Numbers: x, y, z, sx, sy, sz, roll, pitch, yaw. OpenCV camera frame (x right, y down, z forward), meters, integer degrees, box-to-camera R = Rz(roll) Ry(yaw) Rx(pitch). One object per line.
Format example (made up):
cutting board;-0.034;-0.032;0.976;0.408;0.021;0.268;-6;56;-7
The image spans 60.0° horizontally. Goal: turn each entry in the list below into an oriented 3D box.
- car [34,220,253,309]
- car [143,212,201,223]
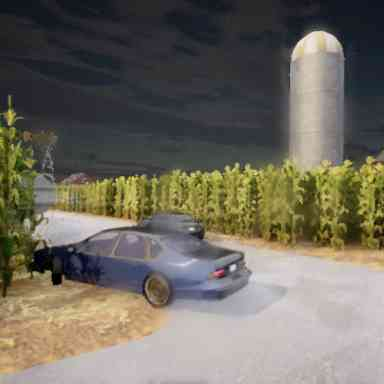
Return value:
car;-1.362;1.514;7.723;5.357;1.411;2.033;0;-1;30
car;-1.180;1.685;16.967;1.994;1.385;4.181;1;-1;-36
